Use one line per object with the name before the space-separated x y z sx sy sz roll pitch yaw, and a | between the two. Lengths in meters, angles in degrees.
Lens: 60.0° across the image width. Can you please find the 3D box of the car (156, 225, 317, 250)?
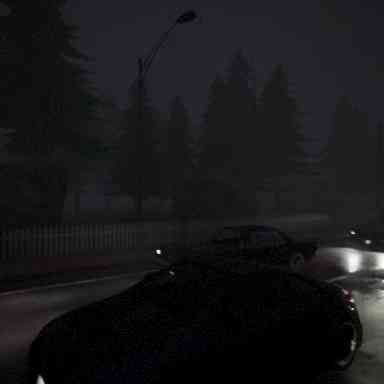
car | 1.310 1.630 9.213 4.718 1.301 1.895 0 0 -35

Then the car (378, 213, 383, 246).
car | 7.480 1.404 9.293 4.553 1.767 2.097 0 0 -35

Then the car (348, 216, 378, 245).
car | 9.197 1.620 14.823 5.357 1.411 2.033 0 0 -35

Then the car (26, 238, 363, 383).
car | 0.266 1.576 4.155 4.181 1.385 1.994 0 0 -35
